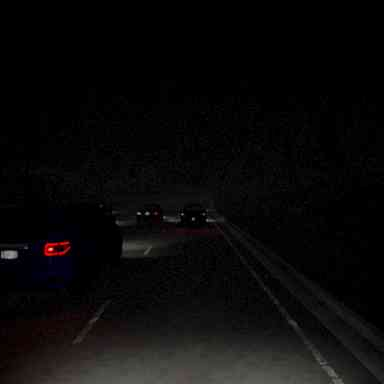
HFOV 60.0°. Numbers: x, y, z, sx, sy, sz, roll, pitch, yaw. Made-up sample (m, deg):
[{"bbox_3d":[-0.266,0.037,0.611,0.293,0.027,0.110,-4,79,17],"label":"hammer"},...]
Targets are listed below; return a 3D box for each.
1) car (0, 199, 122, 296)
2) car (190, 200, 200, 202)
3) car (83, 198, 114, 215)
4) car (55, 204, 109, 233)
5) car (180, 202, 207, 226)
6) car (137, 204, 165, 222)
[{"bbox_3d":[-3.411,1.273,8.882,2.150,2.045,5.566,0,0,0],"label":"car"},{"bbox_3d":[0.336,1.766,41.968,1.812,1.442,4.674,0,0,2],"label":"car"},{"bbox_3d":[-10.286,1.565,37.120,2.097,1.767,4.553,0,0,1],"label":"car"},{"bbox_3d":[-6.899,1.601,21.480,1.882,1.535,5.008,0,0,0],"label":"car"},{"bbox_3d":[0.099,1.668,24.550,1.812,1.442,4.674,0,-1,0],"label":"car"},{"bbox_3d":[-3.395,1.707,27.788,2.033,1.411,5.357,0,0,0],"label":"car"}]
